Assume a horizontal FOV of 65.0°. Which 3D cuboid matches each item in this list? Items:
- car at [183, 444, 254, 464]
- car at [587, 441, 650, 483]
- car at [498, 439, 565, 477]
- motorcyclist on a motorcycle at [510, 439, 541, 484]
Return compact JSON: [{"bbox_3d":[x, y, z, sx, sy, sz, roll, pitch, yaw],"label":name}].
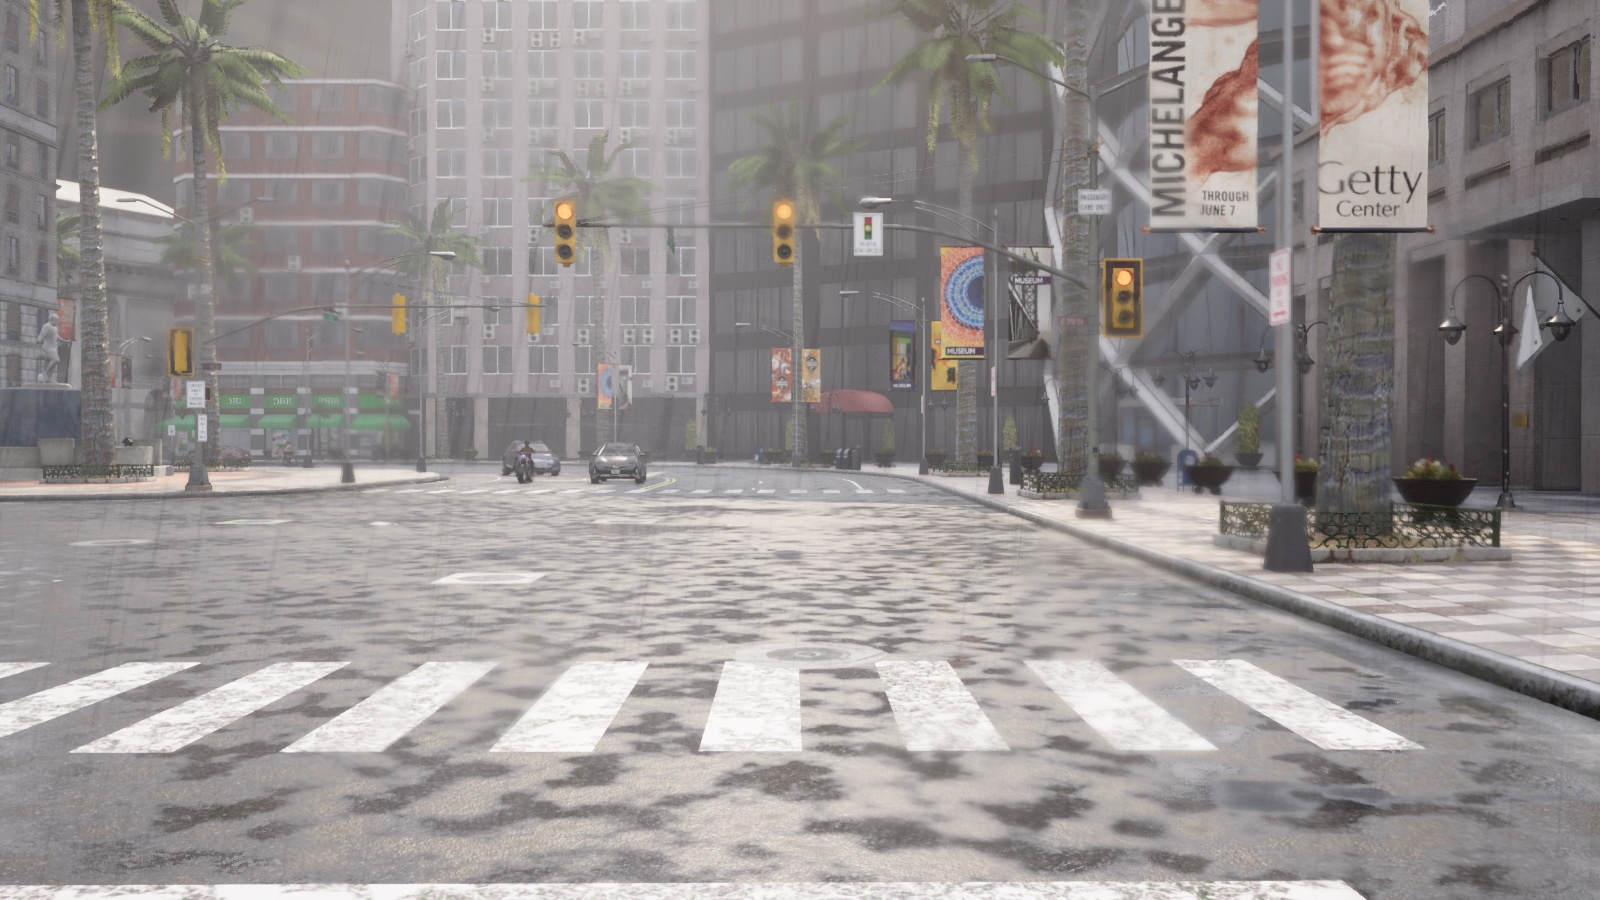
[{"bbox_3d":[-41.191,0.275,89.020,4.181,1.385,1.994,0,0,8],"label":"car"},{"bbox_3d":[-6.828,0.419,47.699,2.007,1.525,4.514,0,0,-4],"label":"car"},{"bbox_3d":[-12.338,0.342,57.534,2.033,1.649,4.856,0,0,-24],"label":"car"},{"bbox_3d":[-10.305,0.421,47.217,0.766,1.649,2.350,0,0,-3],"label":"motorcyclist on a motorcycle"}]
